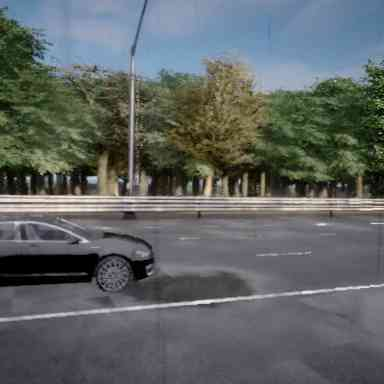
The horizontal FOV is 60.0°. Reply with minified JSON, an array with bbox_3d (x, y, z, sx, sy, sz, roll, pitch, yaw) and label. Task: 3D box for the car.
[{"bbox_3d":[-3.236,1.221,7.016,4.902,1.511,2.128,1,2,-18],"label":"car"}]
